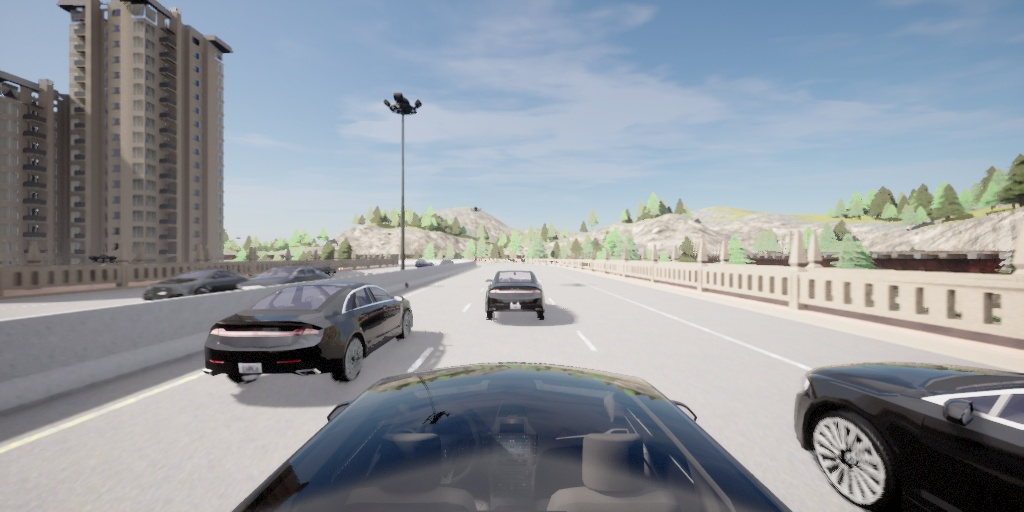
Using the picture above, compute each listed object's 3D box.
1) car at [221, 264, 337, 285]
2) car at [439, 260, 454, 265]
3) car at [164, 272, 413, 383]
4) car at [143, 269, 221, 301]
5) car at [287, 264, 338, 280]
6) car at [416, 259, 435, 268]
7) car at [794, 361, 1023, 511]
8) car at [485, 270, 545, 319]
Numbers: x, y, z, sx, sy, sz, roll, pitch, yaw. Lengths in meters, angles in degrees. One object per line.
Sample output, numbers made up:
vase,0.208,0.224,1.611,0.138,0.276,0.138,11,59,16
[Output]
car,-10.602,1.243,16.930,2.128,1.511,4.902,0,0,0
car,-10.571,1.335,58.019,1.837,1.490,4.892,0,0,0
car,-3.401,1.241,7.084,2.128,1.511,4.902,0,0,0
car,-14.101,1.315,16.444,1.994,1.385,4.181,0,0,0
car,-17.600,1.366,31.940,1.895,1.301,4.718,0,0,0
car,-14.031,1.433,58.519,1.895,1.301,4.718,0,0,1
car,3.600,1.242,1.419,2.128,1.511,4.902,0,0,0
car,0.098,1.241,12.691,2.128,1.511,4.902,0,0,0
